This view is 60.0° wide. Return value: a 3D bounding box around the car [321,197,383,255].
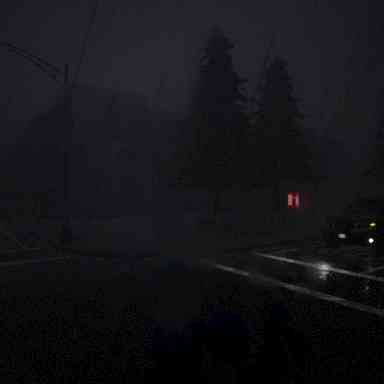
[{"bbox_3d":[7.682,1.248,13.754,5.566,2.045,2.150,0,0,-37],"label":"car"}]
